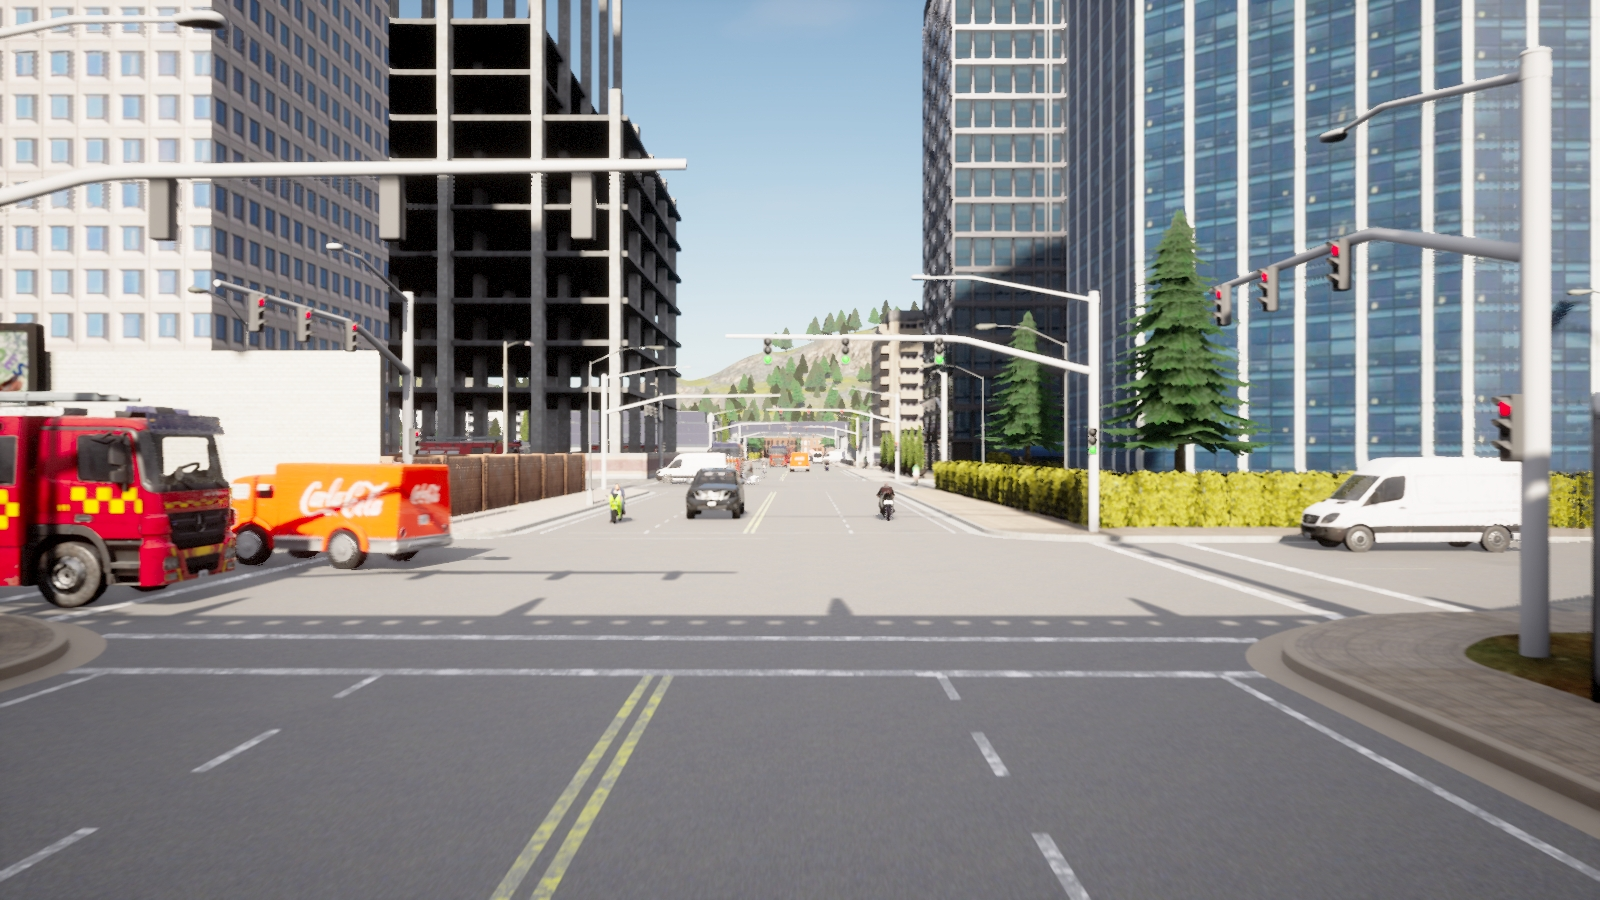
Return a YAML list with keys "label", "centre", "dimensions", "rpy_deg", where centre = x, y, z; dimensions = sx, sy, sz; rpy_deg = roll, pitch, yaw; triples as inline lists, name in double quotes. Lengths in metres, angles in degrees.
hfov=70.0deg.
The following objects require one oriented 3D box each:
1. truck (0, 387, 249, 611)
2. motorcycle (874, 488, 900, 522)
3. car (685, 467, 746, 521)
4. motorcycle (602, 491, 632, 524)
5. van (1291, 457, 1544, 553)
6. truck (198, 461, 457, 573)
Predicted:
- label: "truck"
  centre: [-15.014, 0.838, 20.921]
  dimensions: [8.468, 3.827, 2.891]
  rpy_deg: [0, 0, 0]
- label: "motorcycle"
  centre: [3.502, 2.206, 46.287]
  dimensions: [0.867, 1.251, 2.209]
  rpy_deg: [0, 0, 0]
- label: "car"
  centre: [-3.497, 1.780, 48.020]
  dimensions: [2.150, 2.045, 5.566]
  rpy_deg: [0, 0, 0]
- label: "motorcycle"
  centre: [-6.997, 2.187, 43.759]
  dimensions: [0.803, 1.199, 2.033]
  rpy_deg: [0, 0, 0]
- label: "van"
  centre: [16.963, 1.479, 31.591]
  dimensions: [5.915, 2.561, 1.988]
  rpy_deg: [0, 0, 0]
- label: "truck"
  centre: [-11.352, 1.529, 27.637]
  dimensions: [5.204, 2.467, 2.627]
  rpy_deg: [0, 0, 14]
